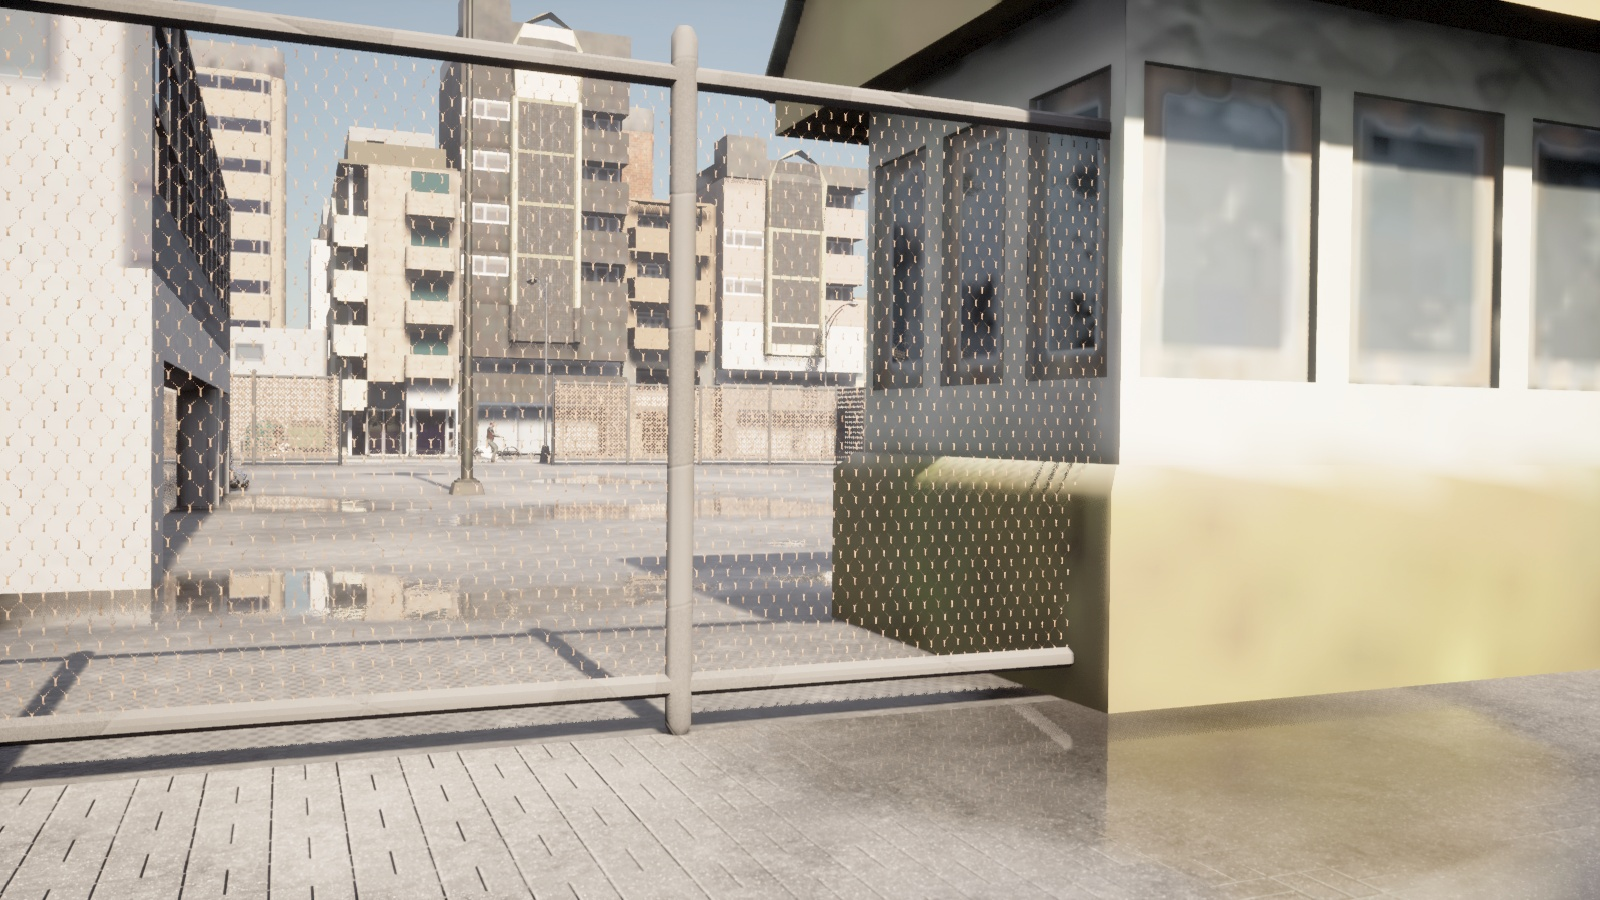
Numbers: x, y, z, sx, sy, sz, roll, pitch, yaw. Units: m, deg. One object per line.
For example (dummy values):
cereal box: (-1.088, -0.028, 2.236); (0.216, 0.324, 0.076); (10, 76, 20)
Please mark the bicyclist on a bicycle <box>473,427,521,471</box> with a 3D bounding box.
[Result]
bicyclist on a bicycle: (-12.606, -0.045, 52.261); (1.843, 1.776, 0.659); (-1, 1, -22)
